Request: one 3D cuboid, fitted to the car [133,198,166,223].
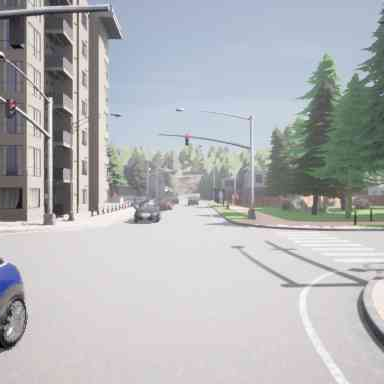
[{"bbox_3d":[-3.298,1.491,25.204,2.128,1.511,4.902,0,0,-3],"label":"car"}]

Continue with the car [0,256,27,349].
[{"bbox_3d":[-3.591,1.352,3.204,2.097,1.767,4.553,0,0,0],"label":"car"}]

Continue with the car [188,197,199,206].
[{"bbox_3d":[0.196,1.547,55.737,2.033,1.411,5.357,0,0,0],"label":"car"}]

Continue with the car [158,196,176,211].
[{"bbox_3d":[-3.455,1.352,40.186,2.097,1.767,4.553,0,0,0],"label":"car"}]

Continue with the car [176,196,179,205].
[{"bbox_3d":[-3.292,1.481,60.181,1.882,1.535,5.008,0,0,0],"label":"car"}]
